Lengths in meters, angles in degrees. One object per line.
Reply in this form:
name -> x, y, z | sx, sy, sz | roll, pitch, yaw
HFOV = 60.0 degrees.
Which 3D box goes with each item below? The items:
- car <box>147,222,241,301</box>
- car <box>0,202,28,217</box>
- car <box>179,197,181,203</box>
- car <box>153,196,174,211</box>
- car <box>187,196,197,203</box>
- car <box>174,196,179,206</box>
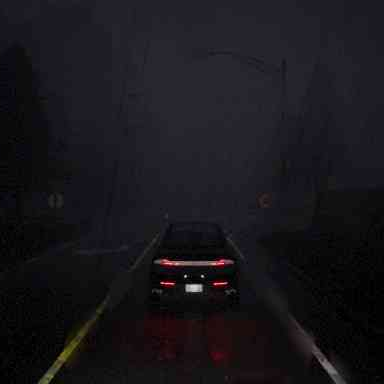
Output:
car -> 0.055, 1.492, 8.322 | 2.128, 1.511, 4.902 | 0, 0, 0
car -> -17.311, 1.562, 29.147 | 5.357, 1.411, 2.033 | 0, 0, 4
car -> -3.489, 1.517, 71.170 | 1.812, 1.442, 4.674 | 0, 0, 0
car -> -3.594, 1.478, 40.209 | 1.882, 1.535, 5.008 | 0, 0, 0
car -> 0.010, 1.491, 69.553 | 2.128, 1.511, 4.902 | 0, 0, 0
car -> -3.579, 1.505, 55.725 | 1.837, 1.490, 4.892 | 0, 0, 0
